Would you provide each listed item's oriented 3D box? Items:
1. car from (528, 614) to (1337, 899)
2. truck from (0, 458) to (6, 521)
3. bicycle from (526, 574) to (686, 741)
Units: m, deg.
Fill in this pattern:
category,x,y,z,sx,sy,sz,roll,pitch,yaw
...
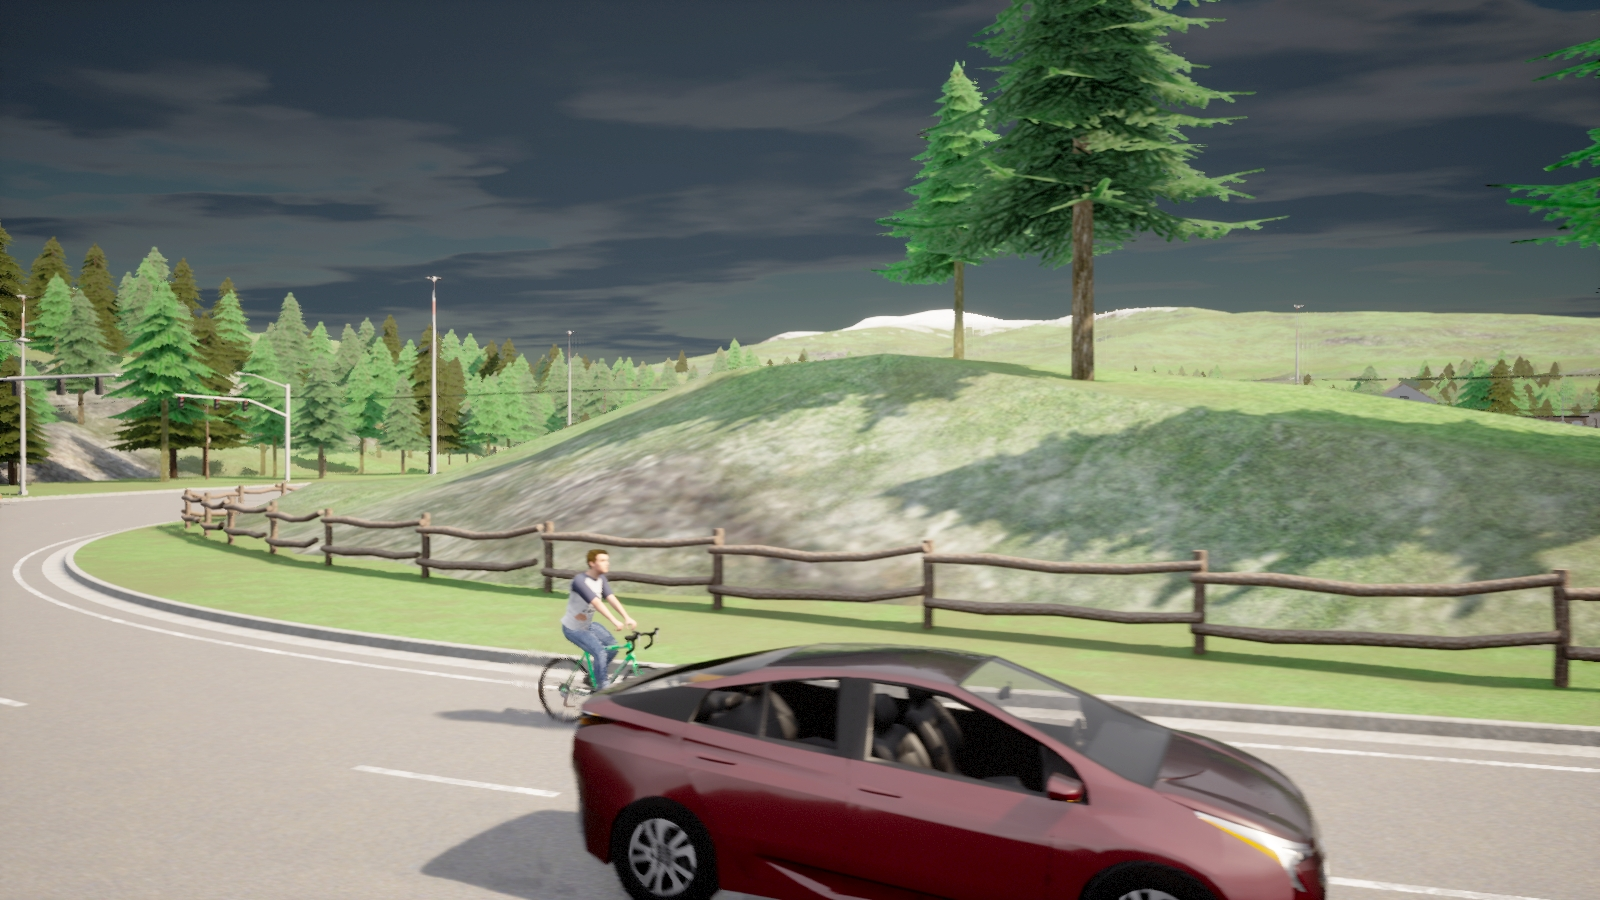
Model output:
category,x,y,z,sx,sy,sz,roll,pitch,yaw
car,0.796,2.041,7.120,4.514,1.525,2.007,0,0,22
truck,-32.817,1.558,42.953,2.627,2.467,5.204,0,0,-5
bicycle,-1.970,2.056,11.540,1.643,1.496,0.373,0,0,24
